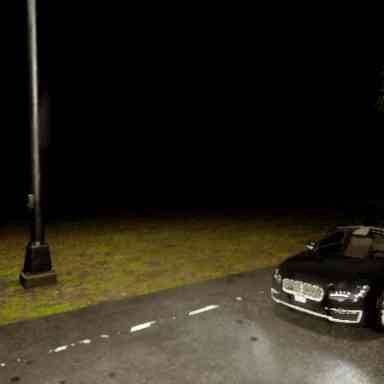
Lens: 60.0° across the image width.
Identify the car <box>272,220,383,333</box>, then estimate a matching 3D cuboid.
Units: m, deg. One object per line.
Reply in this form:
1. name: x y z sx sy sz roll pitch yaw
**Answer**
1. car: 3.665 1.383 6.635 4.892 1.490 1.837 -1 1 -36
